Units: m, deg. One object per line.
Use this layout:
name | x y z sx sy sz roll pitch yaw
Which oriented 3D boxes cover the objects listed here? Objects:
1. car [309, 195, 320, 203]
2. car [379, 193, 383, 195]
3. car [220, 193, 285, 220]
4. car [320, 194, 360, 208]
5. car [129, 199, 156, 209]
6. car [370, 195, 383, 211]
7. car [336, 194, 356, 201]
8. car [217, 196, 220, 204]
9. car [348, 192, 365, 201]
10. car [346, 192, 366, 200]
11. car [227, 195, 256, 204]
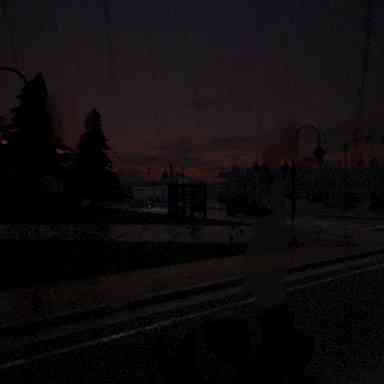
car | 22.857 1.282 59.901 1.845 1.501 3.633 0 0 -36
car | 41.559 1.038 72.342 1.932 1.855 4.605 0 0 -36
car | 5.253 1.216 28.540 2.150 2.045 5.566 0 0 -36
car | 19.491 1.359 43.985 1.970 1.475 3.806 0 0 -36
car | -6.758 1.596 45.080 1.895 1.301 4.718 0 0 -36
car | 21.381 1.351 36.215 1.845 1.501 3.633 0 0 -36
car | 36.598 1.302 79.218 1.970 1.475 3.806 0 0 -36
car | 6.235 1.317 57.390 2.007 1.523 4.514 0 0 -36
car | 31.011 1.251 65.678 2.007 1.523 4.514 0 0 -36
car | 39.658 1.014 80.654 1.905 1.878 3.866 0 0 -36
car | 8.757 1.305 59.257 2.152 1.636 5.027 0 0 -36
